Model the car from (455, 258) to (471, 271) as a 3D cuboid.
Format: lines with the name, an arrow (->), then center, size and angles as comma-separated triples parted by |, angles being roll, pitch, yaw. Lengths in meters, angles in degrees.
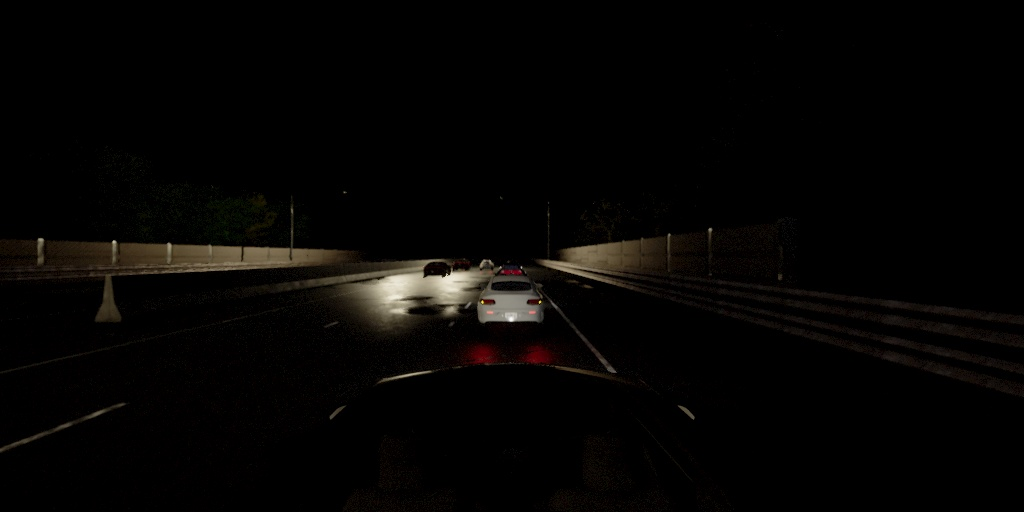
car -> -7.026, 1.110, 50.055 | 2.097, 1.767, 4.553 | 0, 0, 0

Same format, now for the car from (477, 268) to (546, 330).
car -> -0.023, 1.277, 11.006 | 1.812, 1.442, 4.674 | 0, 0, 0

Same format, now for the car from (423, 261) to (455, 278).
car -> -6.983, 1.233, 33.898 | 1.882, 1.535, 5.008 | 0, 0, 0

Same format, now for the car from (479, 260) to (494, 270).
car -> -3.529, 1.283, 50.742 | 1.812, 1.442, 4.674 | 0, 0, 0

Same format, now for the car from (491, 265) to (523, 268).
car -> -0.047, 1.354, 20.302 | 1.895, 1.301, 4.718 | 0, 0, 0

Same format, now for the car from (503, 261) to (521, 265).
car -> -0.069, 1.319, 29.238 | 1.994, 1.385, 4.181 | 0, 0, -1
